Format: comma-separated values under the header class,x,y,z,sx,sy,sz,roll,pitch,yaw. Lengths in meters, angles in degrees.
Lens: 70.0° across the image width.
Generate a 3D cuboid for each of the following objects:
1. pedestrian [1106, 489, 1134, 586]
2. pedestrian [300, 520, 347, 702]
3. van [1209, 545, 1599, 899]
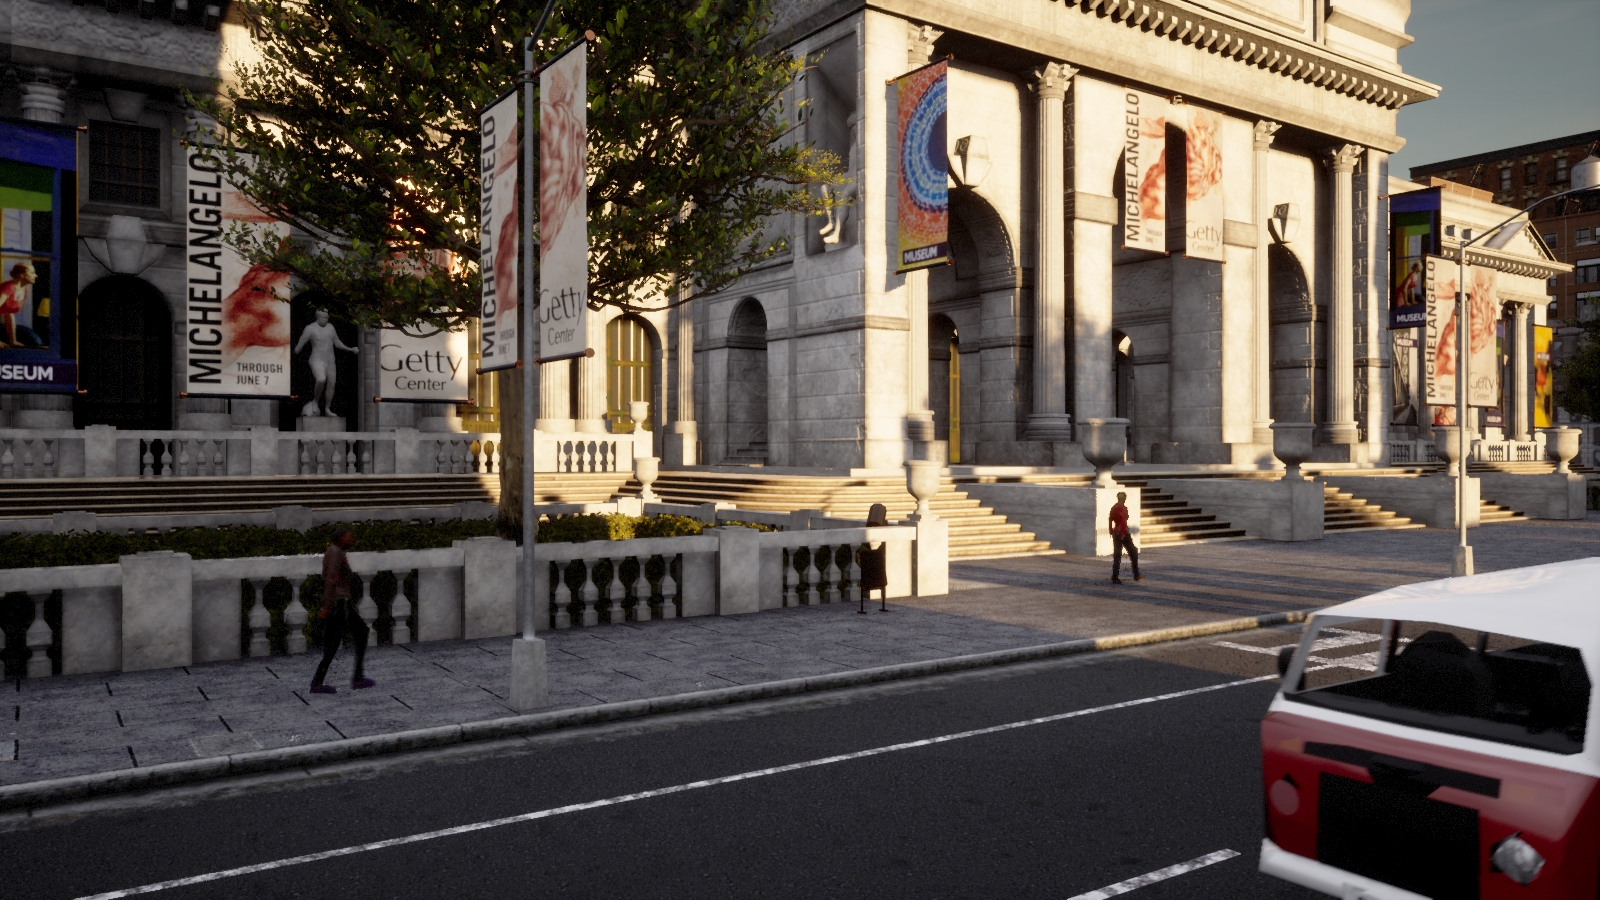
class,x,y,z,sx,sy,sz,roll,pitch,yaw
pedestrian,6.254,1.696,22.329,0.375,1.860,0.375,0,0,-31
pedestrian,-5.080,1.696,12.173,0.375,1.860,0.375,0,0,-38
van,4.821,1.782,7.080,4.480,2.038,2.069,0,0,-34
